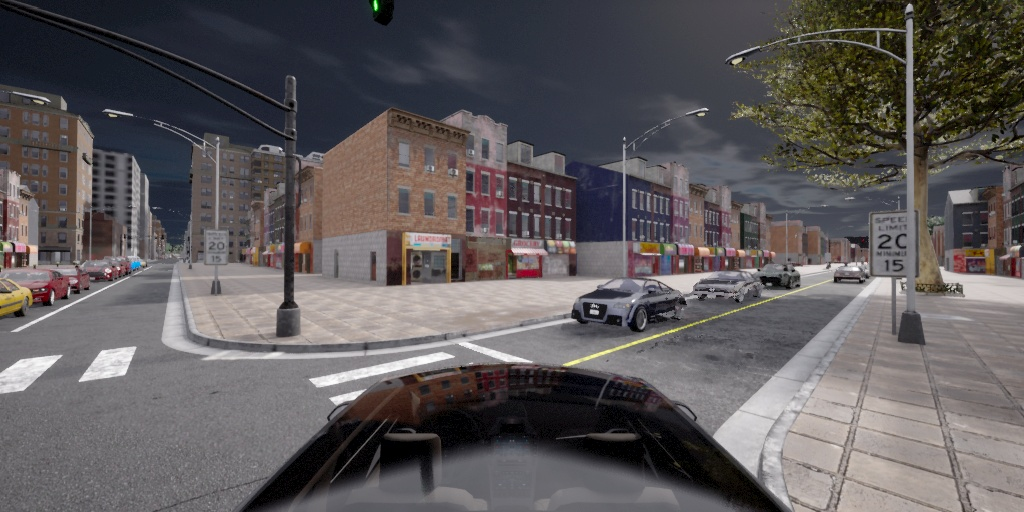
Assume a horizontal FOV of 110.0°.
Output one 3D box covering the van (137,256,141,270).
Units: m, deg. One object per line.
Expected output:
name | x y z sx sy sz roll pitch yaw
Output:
van | -45.957 0.914 42.780 1.690 1.789 3.998 0 0 -43

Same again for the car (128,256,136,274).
car | -38.288 0.903 34.603 2.192 1.841 5.009 0 0 -43

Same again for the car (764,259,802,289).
car | 18.395 1.287 24.894 4.553 1.767 2.097 1 -1 -43

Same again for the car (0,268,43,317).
car | -15.167 1.184 9.947 1.751 1.417 4.829 0 0 -43

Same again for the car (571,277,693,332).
car | 3.709 1.369 11.170 4.181 1.385 1.994 1 -1 -43

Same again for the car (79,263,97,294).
car | -22.951 1.211 18.248 1.802 1.307 4.207 0 0 -43

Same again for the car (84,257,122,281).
car | -30.620 1.046 26.425 1.967 1.591 4.097 0 0 -43

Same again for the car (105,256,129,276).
car | -34.454 1.037 30.514 1.967 1.591 4.097 0 0 -43

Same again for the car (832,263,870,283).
car | 29.308 1.551 31.117 5.357 1.411 2.033 1 -1 -43

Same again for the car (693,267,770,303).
car | 10.884 1.416 17.878 5.357 1.411 2.033 1 -1 -43

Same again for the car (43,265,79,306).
car | -19.117 1.189 14.159 1.888 1.381 4.507 0 0 -43
